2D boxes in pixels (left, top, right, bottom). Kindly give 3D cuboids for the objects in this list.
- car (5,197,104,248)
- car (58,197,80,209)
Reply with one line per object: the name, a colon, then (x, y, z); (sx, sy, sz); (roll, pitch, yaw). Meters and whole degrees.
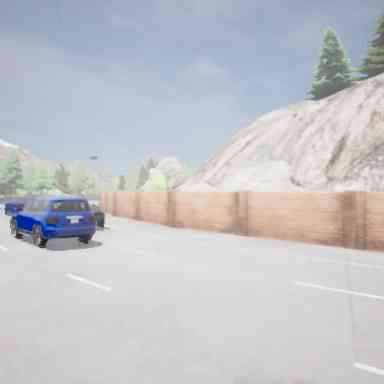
car: (-6.439, 1.219, 15.147); (2.150, 2.045, 5.566); (1, 0, -42)
car: (-17.266, 1.512, 46.992); (1.837, 1.490, 4.892); (-1, 0, -8)
